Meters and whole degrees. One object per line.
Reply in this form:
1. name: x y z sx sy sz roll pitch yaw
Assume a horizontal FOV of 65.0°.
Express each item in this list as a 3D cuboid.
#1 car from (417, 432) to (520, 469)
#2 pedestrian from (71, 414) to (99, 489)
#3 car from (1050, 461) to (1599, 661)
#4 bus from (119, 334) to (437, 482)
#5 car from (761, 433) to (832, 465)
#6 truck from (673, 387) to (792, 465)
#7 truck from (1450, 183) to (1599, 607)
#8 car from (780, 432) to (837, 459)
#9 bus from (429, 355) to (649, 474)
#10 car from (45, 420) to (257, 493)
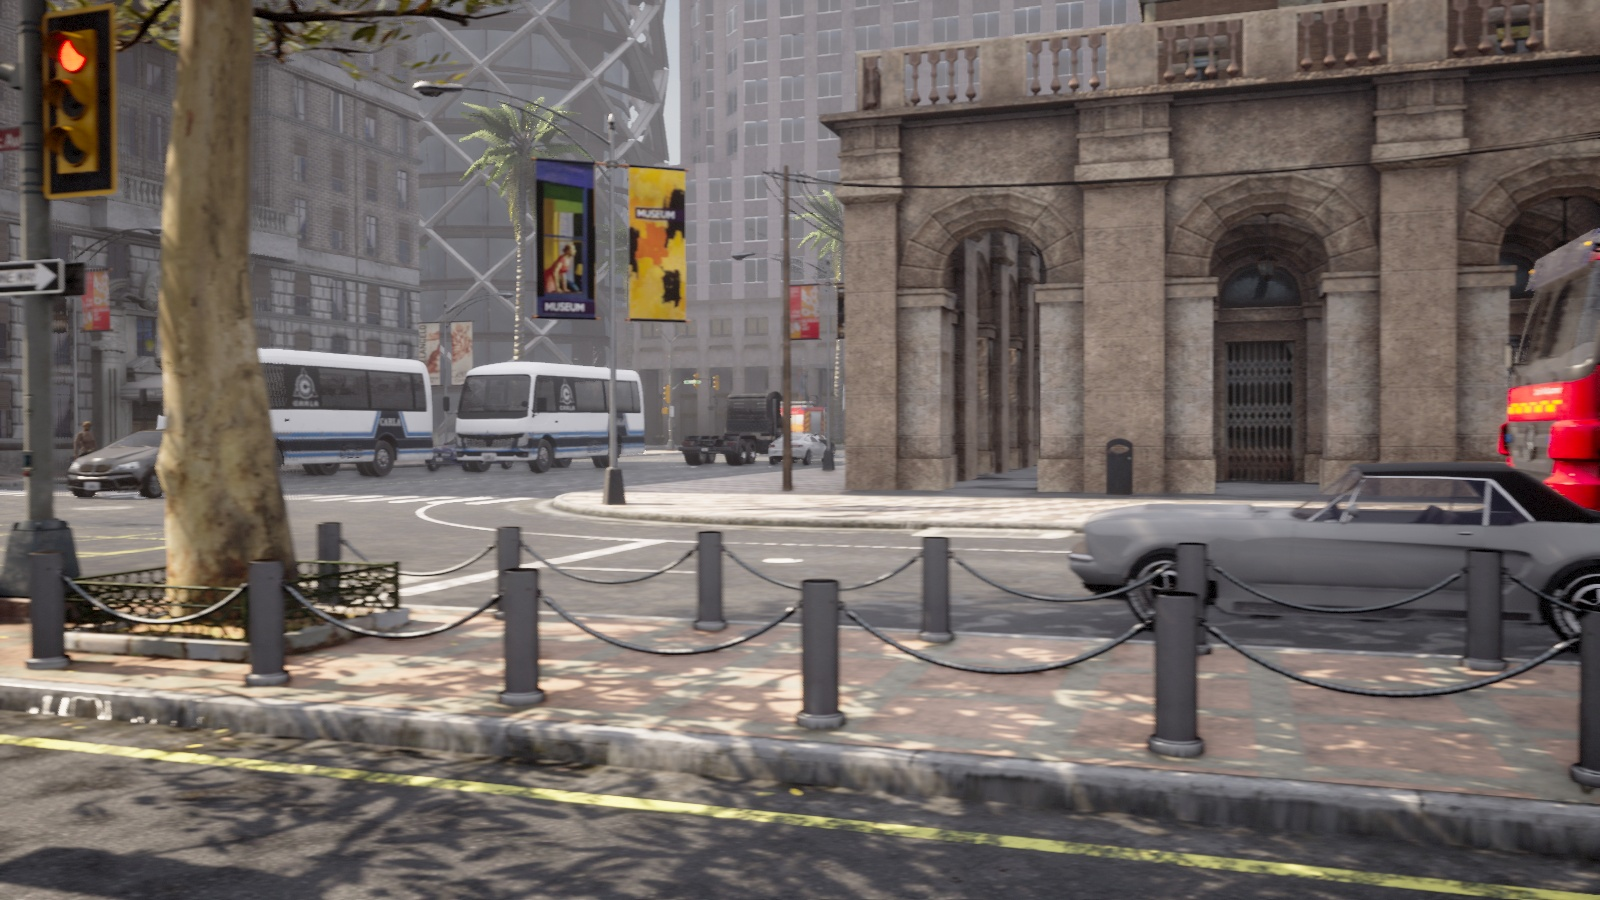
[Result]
1. car: -13.472 -0.022 51.397 1.812 1.442 4.674 1 1 18
2. pedestrian: -17.940 0.029 31.511 0.634 1.846 0.331 1 1 32
3. car: 4.525 0.783 10.033 4.718 1.301 1.895 1 1 20
4. bus: -16.758 -1.280 41.584 3.944 4.253 10.273 1 1 18
5. car: -0.108 -0.078 57.988 1.812 1.442 4.674 1 1 19
6. truck: -3.070 -1.131 60.108 2.891 3.462 7.936 1 1 19
7. truck: 10.985 -0.483 11.593 8.468 3.827 2.891 1 1 19
8. car: 0.512 -0.276 70.522 1.812 1.442 4.674 1 1 19
9. bus: -10.102 -1.397 50.432 3.944 4.253 10.273 1 1 19
10. car: -16.091 0.106 31.458 2.242 1.667 4.611 0 1 13
